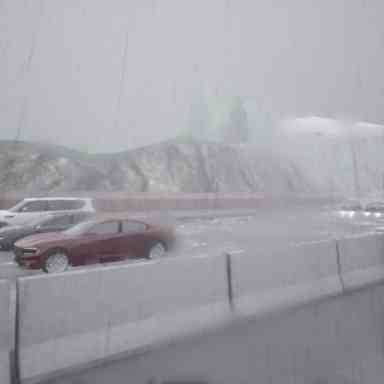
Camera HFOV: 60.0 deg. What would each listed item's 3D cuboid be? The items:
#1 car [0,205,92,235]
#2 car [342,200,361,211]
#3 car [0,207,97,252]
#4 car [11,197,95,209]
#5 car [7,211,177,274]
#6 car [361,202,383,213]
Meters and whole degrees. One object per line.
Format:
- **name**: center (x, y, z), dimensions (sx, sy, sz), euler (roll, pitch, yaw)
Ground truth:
- **car**: center (-8.480, 1.566, 19.443), dimensions (4.674, 1.442, 1.812), euler (1, 0, -36)
- **car**: center (22.943, 1.925, 47.514), dimensions (2.128, 1.511, 4.902), euler (0, 0, 40)
- **car**: center (-5.211, 1.536, 13.188), dimensions (4.892, 1.490, 1.837), euler (1, 0, -36)
- **car**: center (-7.309, 1.253, 15.985), dimensions (5.566, 2.045, 2.150), euler (1, 0, -36)
- **car**: center (-2.839, 1.513, 10.583), dimensions (5.008, 1.535, 1.882), euler (1, 0, -36)
- **car**: center (24.071, 1.983, 43.444), dimensions (1.994, 1.385, 4.181), euler (0, 0, 41)
